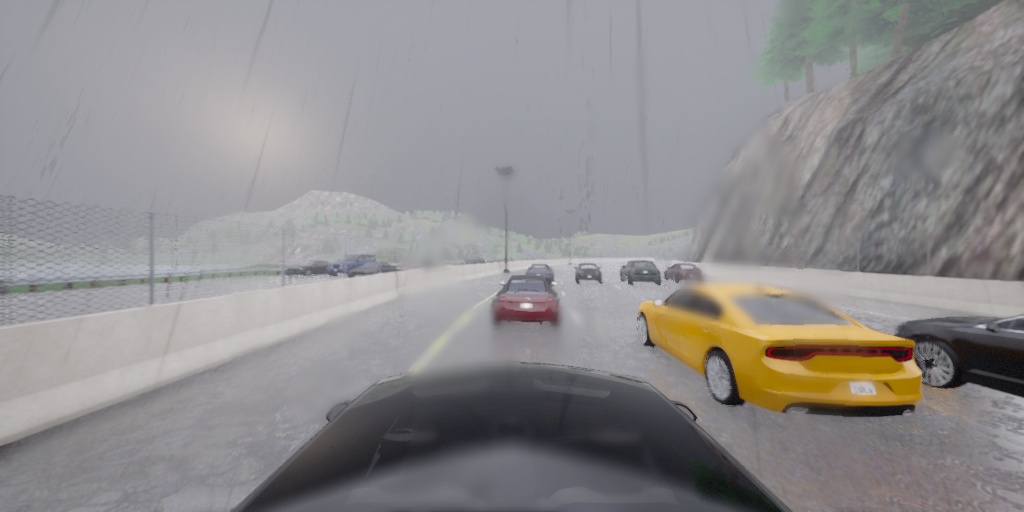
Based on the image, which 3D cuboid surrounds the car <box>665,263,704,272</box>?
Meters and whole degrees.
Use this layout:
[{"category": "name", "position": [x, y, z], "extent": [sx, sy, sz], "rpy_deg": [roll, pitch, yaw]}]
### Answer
[{"category": "car", "position": [12.721, 1.242, 26.660], "extent": [1.812, 1.442, 4.674], "rpy_deg": [0, 0, 9]}]

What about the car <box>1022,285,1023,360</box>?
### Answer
[{"category": "car", "position": [10.704, 1.294, 4.561], "extent": [1.812, 1.442, 4.674], "rpy_deg": [0, 0, 1]}]

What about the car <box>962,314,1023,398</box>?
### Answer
[{"category": "car", "position": [7.190, 1.254, 3.936], "extent": [2.128, 1.511, 4.902], "rpy_deg": [0, 0, 1]}]

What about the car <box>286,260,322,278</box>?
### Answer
[{"category": "car", "position": [-18.333, 1.101, 33.006], "extent": [1.882, 1.535, 5.008], "rpy_deg": [0, 0, 10]}]

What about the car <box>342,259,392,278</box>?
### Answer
[{"category": "car", "position": [-11.679, 1.194, 30.583], "extent": [2.033, 1.411, 5.357], "rpy_deg": [0, 0, 9]}]

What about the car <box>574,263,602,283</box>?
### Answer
[{"category": "car", "position": [5.672, 1.224, 26.863], "extent": [1.812, 1.442, 4.674], "rpy_deg": [0, 0, 9]}]

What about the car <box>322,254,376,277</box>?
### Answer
[{"category": "car", "position": [-14.708, 0.851, 33.560], "extent": [2.150, 2.045, 5.566], "rpy_deg": [0, 0, 10]}]

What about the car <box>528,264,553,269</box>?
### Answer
[{"category": "car", "position": [2.092, 1.254, 26.533], "extent": [1.994, 1.385, 4.181], "rpy_deg": [0, 0, 8]}]

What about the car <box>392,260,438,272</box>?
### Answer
[{"category": "car", "position": [-8.041, 1.131, 30.965], "extent": [1.882, 1.535, 5.008], "rpy_deg": [0, 0, 10]}]

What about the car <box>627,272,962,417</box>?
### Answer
[{"category": "car", "position": [3.744, 1.225, 6.231], "extent": [1.882, 1.535, 5.008], "rpy_deg": [0, 0, 1]}]

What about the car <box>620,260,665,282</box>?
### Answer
[{"category": "car", "position": [9.013, 1.062, 25.500], "extent": [2.097, 1.767, 4.553], "rpy_deg": [0, 0, 8]}]

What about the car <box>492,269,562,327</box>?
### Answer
[{"category": "car", "position": [0.508, 1.289, 11.541], "extent": [1.994, 1.385, 4.181], "rpy_deg": [0, 0, 3]}]
